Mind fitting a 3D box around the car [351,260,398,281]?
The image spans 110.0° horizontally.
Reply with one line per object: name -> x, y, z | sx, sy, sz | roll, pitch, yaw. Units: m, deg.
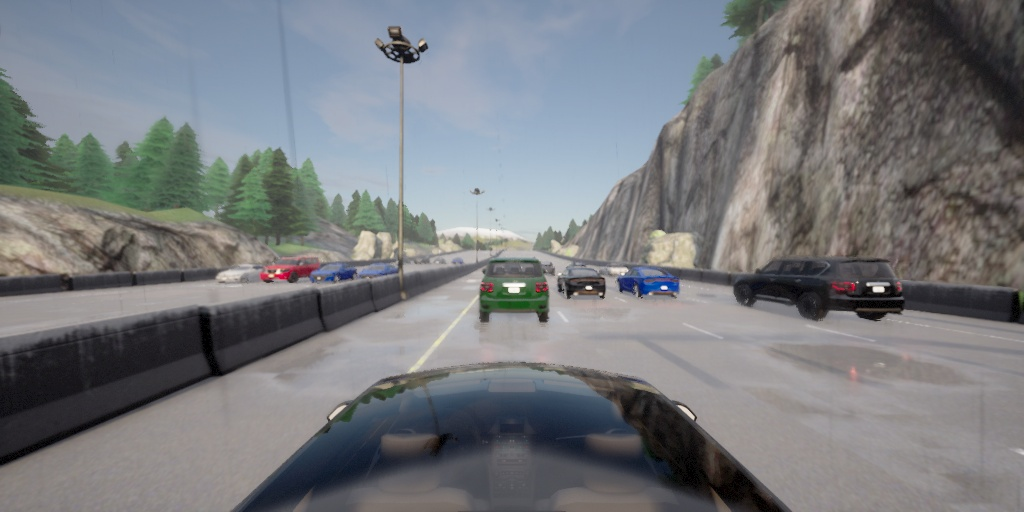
car -> -10.639, 1.341, 28.753 | 1.882, 1.535, 5.008 | 0, 0, 0

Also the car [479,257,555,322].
car -> 0.070, 1.053, 12.841 | 2.150, 2.045, 5.566 | 0, 0, 0

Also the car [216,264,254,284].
car -> -21.138, 1.391, 28.674 | 1.812, 1.442, 4.674 | 0, 0, 0

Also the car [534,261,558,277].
car -> 3.543, 1.328, 38.720 | 2.128, 1.511, 4.902 | 0, 0, 0

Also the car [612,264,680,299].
car -> 7.070, 1.331, 19.132 | 1.882, 1.535, 5.008 | 0, 0, 0

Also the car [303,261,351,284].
car -> -14.139, 1.342, 28.738 | 1.882, 1.535, 5.008 | 0, 0, 0

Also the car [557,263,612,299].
car -> 3.571, 1.331, 19.102 | 1.882, 1.535, 5.008 | 0, 0, 0

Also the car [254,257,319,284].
car -> -17.639, 1.085, 29.039 | 2.150, 2.045, 5.566 | 0, 0, 0

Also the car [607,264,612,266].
car -> 10.545, 1.442, 37.172 | 1.895, 1.301, 4.718 | 0, 0, 0

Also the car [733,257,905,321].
car -> 10.573, 1.053, 13.014 | 2.150, 2.045, 5.566 | 0, 0, 0
